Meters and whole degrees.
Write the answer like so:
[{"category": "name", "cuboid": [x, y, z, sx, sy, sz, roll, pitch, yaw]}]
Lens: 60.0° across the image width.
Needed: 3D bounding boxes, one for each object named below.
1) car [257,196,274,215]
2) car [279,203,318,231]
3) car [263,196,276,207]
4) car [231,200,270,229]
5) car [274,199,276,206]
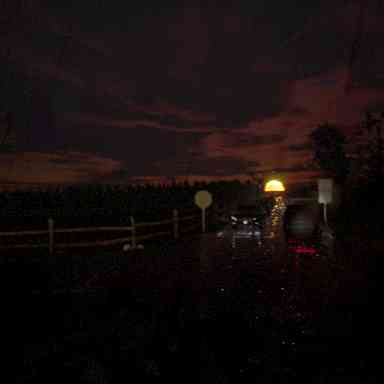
[{"category": "car", "cuboid": [6.304, 1.454, 30.728, 1.837, 1.490, 4.892, -1, 0, 15]}, {"category": "car", "cuboid": [6.287, 1.419, 19.630, 1.837, 1.490, 4.892, -2, 0, 15]}, {"category": "car", "cuboid": [12.084, 1.425, 51.742, 1.812, 1.442, 4.674, -1, 0, 16]}, {"category": "car", "cuboid": [3.701, 1.484, 21.296, 1.837, 1.490, 4.892, -1, 0, 16]}, {"category": "car", "cuboid": [8.978, 1.401, 40.503, 1.882, 1.535, 5.008, -1, 0, 15]}]
